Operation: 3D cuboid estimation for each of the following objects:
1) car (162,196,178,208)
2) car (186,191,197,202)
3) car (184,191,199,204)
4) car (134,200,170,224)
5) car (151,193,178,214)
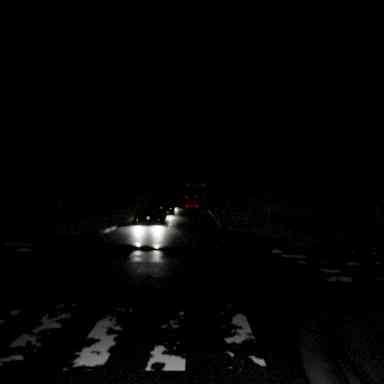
[{"bbox_3d":[-2.907,1.314,44.334,1.812,1.442,4.674,0,1,0],"label":"car"},{"bbox_3d":[-0.099,0.790,65.097,2.150,2.045,5.566,0,1,0],"label":"car"},{"bbox_3d":[-0.084,0.908,54.676,2.150,2.045,5.566,0,1,0],"label":"car"},{"bbox_3d":[-2.883,1.510,23.835,1.994,1.385,4.181,0,0,0],"label":"car"},{"bbox_3d":[-2.900,1.097,34.008,2.150,2.045,5.566,0,0,0],"label":"car"}]
